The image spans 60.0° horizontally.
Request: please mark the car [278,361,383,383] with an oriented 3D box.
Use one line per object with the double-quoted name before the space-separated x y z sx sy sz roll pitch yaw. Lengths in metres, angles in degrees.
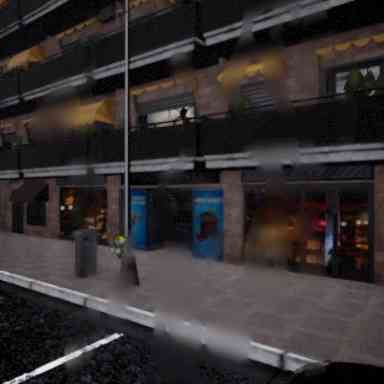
"car" 2.184 1.566 1.317 4.313 1.339 1.947 0 0 36
